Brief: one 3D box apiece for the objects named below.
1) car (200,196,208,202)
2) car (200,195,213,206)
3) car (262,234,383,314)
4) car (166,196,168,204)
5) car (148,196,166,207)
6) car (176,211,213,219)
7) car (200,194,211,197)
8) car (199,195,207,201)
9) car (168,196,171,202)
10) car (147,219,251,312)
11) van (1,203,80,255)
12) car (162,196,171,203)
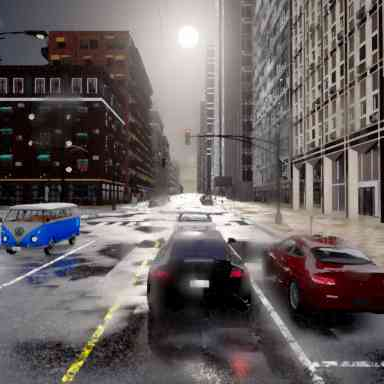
[{"bbox_3d":[2.775,1.599,79.208,1.802,1.307,4.206,1,0,0],"label":"car"},{"bbox_3d":[2.754,1.596,56.589,1.802,1.307,4.206,1,0,0],"label":"car"},{"bbox_3d":[2.708,1.584,7.332,1.802,1.307,4.206,1,0,0],"label":"car"},{"bbox_3d":[-5.625,1.564,56.594,2.008,1.369,4.403,1,0,0],"label":"car"},{"bbox_3d":[-5.631,1.563,50.940,2.008,1.369,4.403,1,0,0],"label":"car"},{"bbox_3d":[0.112,1.606,16.614,1.895,1.301,4.718,0,0,0],"label":"car"},{"bbox_3d":[2.764,1.330,62.244,2.192,1.841,5.009,1,0,0],"label":"car"},{"bbox_3d":[2.781,1.569,84.862,2.008,1.369,4.403,1,0,0],"label":"car"},{"bbox_3d":[-5.620,1.580,62.249,1.947,1.339,4.313,1,0,0],"label":"car"},{"bbox_3d":[0.112,1.566,7.797,1.994,1.385,4.181,0,0,-1],"label":"car"},{"bbox_3d":[-5.750,1.345,13.024,1.690,1.788,3.998,1,0,0],"label":"van"},{"bbox_3d":[-5.610,1.598,73.558,1.802,1.307,4.206,1,0,0],"label":"car"}]
